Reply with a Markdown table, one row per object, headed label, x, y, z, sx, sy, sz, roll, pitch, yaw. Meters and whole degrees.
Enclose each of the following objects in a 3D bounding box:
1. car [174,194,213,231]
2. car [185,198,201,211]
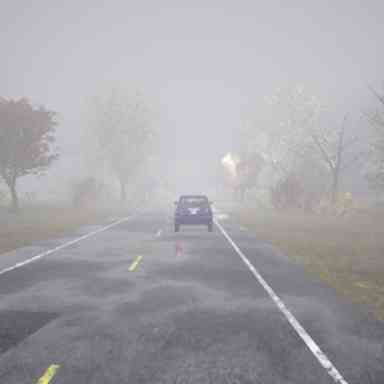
| label | x | y | z | sx | sy | sz | roll | pitch | yaw |
| --- | --- | --- | --- | --- | --- | --- | --- | --- | --- |
| car | 0.089 | 1.156 | 20.213 | 2.150 | 2.045 | 5.566 | 0 | 0 | 0 |
| car | 0.079 | 1.435 | 39.144 | 1.812 | 1.442 | 4.674 | 0 | 0 | 0 |
